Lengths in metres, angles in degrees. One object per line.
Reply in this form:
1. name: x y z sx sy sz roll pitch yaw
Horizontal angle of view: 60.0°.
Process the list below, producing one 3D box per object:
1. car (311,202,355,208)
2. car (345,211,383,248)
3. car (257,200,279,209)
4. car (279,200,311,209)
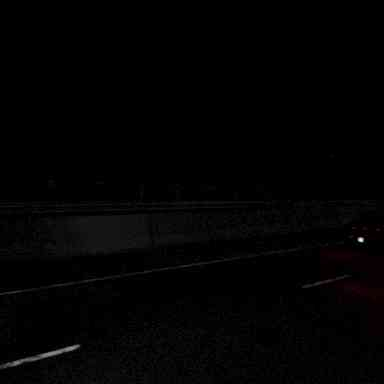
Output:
1. car: 13.533 1.694 30.825 4.892 1.490 1.837 1 0 -35
2. car: 8.378 1.572 14.017 4.892 1.490 1.837 1 0 -35
3. car: 9.187 1.664 36.323 5.008 1.535 1.882 1 0 -35
4. car: 11.244 1.713 33.478 4.674 1.442 1.812 1 0 -36
